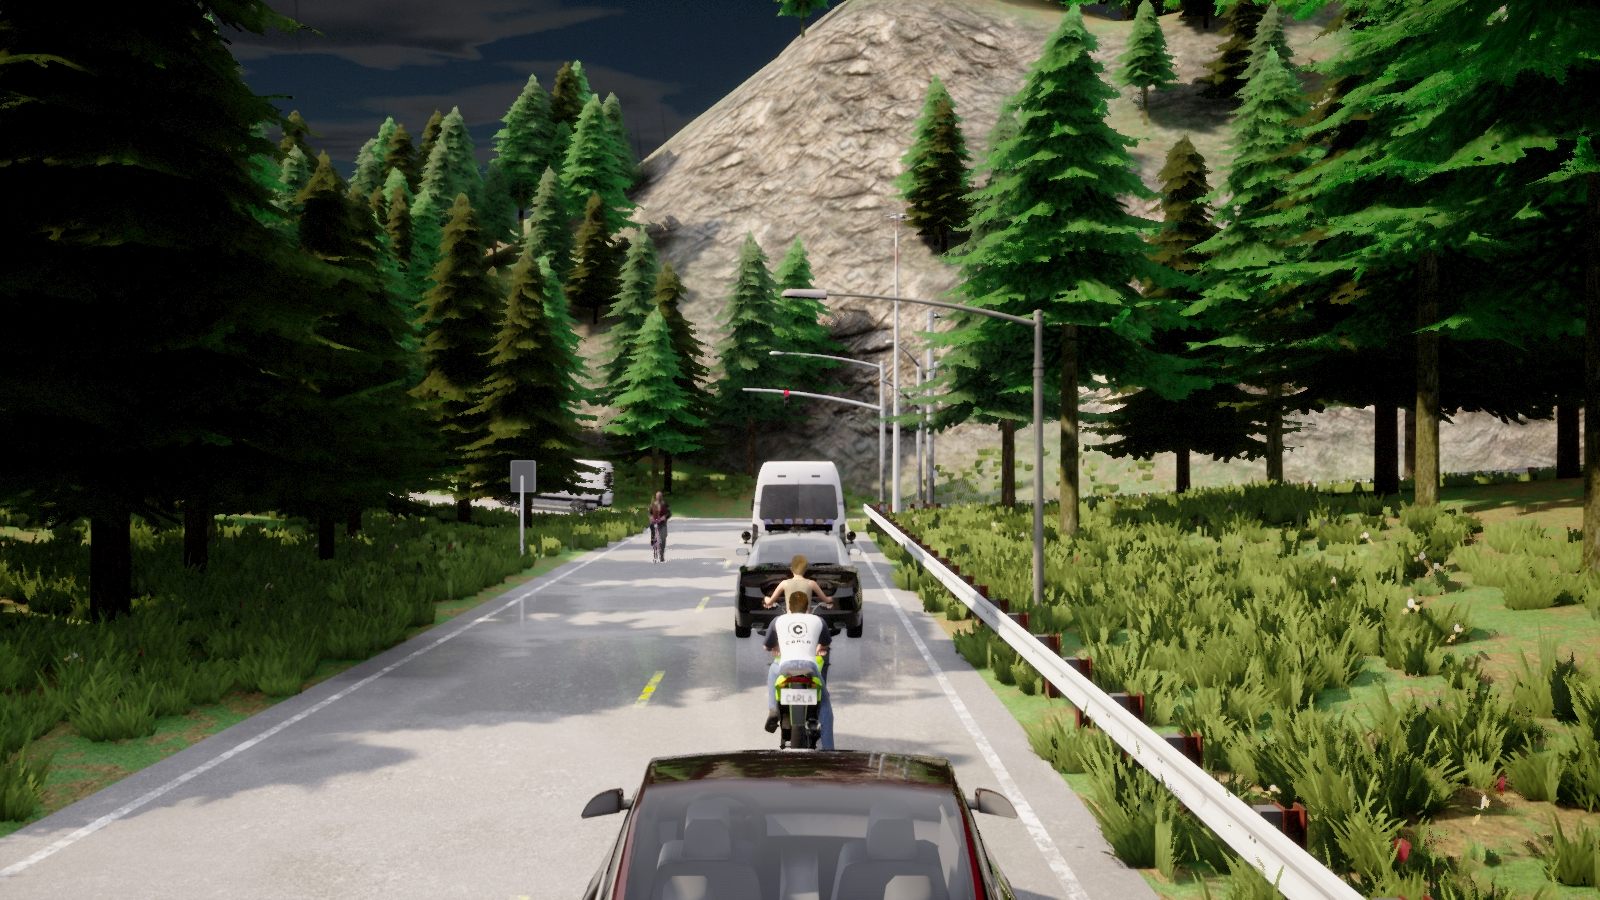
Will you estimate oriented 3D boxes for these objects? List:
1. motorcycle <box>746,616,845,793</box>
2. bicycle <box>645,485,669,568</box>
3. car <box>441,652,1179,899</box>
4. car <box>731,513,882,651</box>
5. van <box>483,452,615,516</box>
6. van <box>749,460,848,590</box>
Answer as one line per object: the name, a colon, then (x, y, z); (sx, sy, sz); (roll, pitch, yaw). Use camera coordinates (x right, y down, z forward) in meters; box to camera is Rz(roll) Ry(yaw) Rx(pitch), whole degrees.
motorcycle: (-0.033, 2.213, 10.287); (0.803, 1.145, 2.033); (0, 0, 0)
bicycle: (-3.498, 1.836, 28.020); (0.329, 1.919, 1.835); (0, 0, 0)
car: (0.027, 2.063, 5.080); (2.163, 1.488, 4.792); (0, 0, 0)
car: (0.090, 1.982, 18.501); (2.097, 1.638, 5.238); (0, 0, 0)
van: (-12.381, 1.654, 56.506); (5.915, 2.561, 1.988); (5, 1, 7)
van: (-0.039, 1.534, 25.918); (1.988, 2.561, 5.915); (0, 0, 0)
